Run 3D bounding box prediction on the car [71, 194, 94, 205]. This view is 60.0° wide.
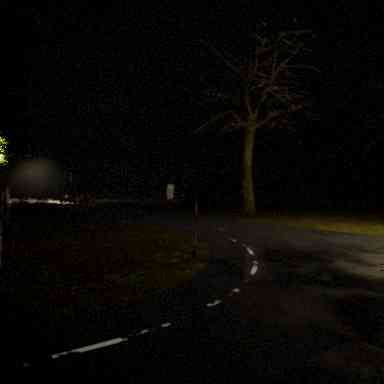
[{"bbox_3d":[-16.372,1.073,50.480,1.882,1.535,5.008,3,-2,-34],"label":"car"}]

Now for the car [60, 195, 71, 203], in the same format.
[{"bbox_3d":[-21.318,1.144,57.533,2.033,1.411,5.357,3,-2,-35],"label":"car"}]
